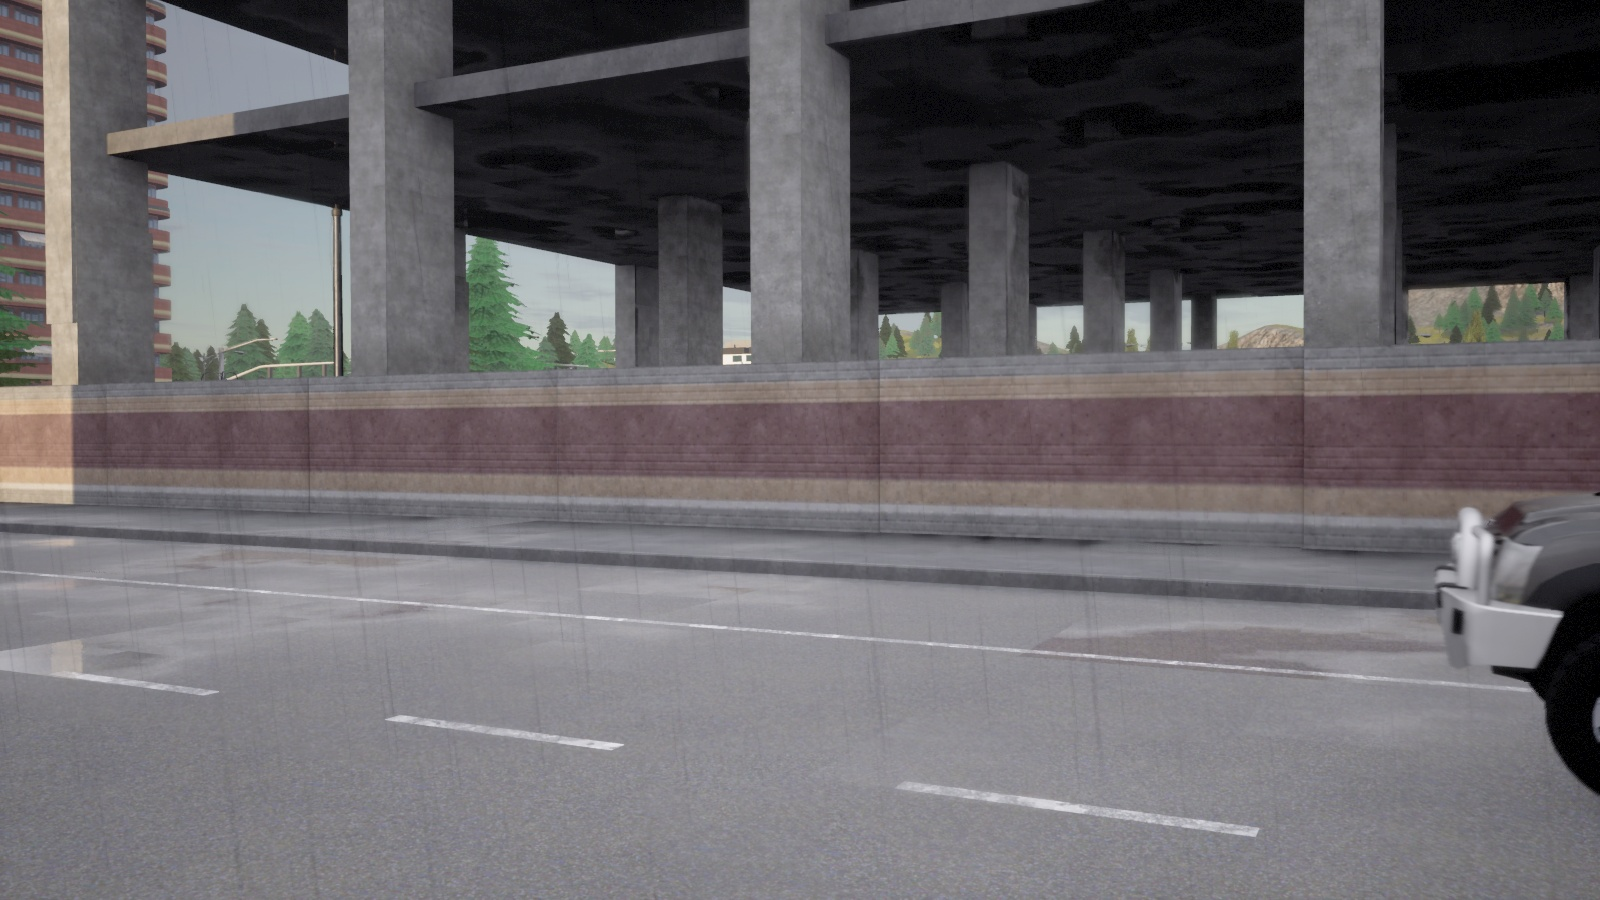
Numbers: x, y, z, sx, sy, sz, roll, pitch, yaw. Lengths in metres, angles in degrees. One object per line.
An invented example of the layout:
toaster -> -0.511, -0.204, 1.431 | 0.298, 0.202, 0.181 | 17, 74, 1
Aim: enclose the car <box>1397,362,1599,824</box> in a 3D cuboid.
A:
car -> 5.047, 0.579, 5.190 | 4.605, 1.855, 1.932 | 1, 1, 26
